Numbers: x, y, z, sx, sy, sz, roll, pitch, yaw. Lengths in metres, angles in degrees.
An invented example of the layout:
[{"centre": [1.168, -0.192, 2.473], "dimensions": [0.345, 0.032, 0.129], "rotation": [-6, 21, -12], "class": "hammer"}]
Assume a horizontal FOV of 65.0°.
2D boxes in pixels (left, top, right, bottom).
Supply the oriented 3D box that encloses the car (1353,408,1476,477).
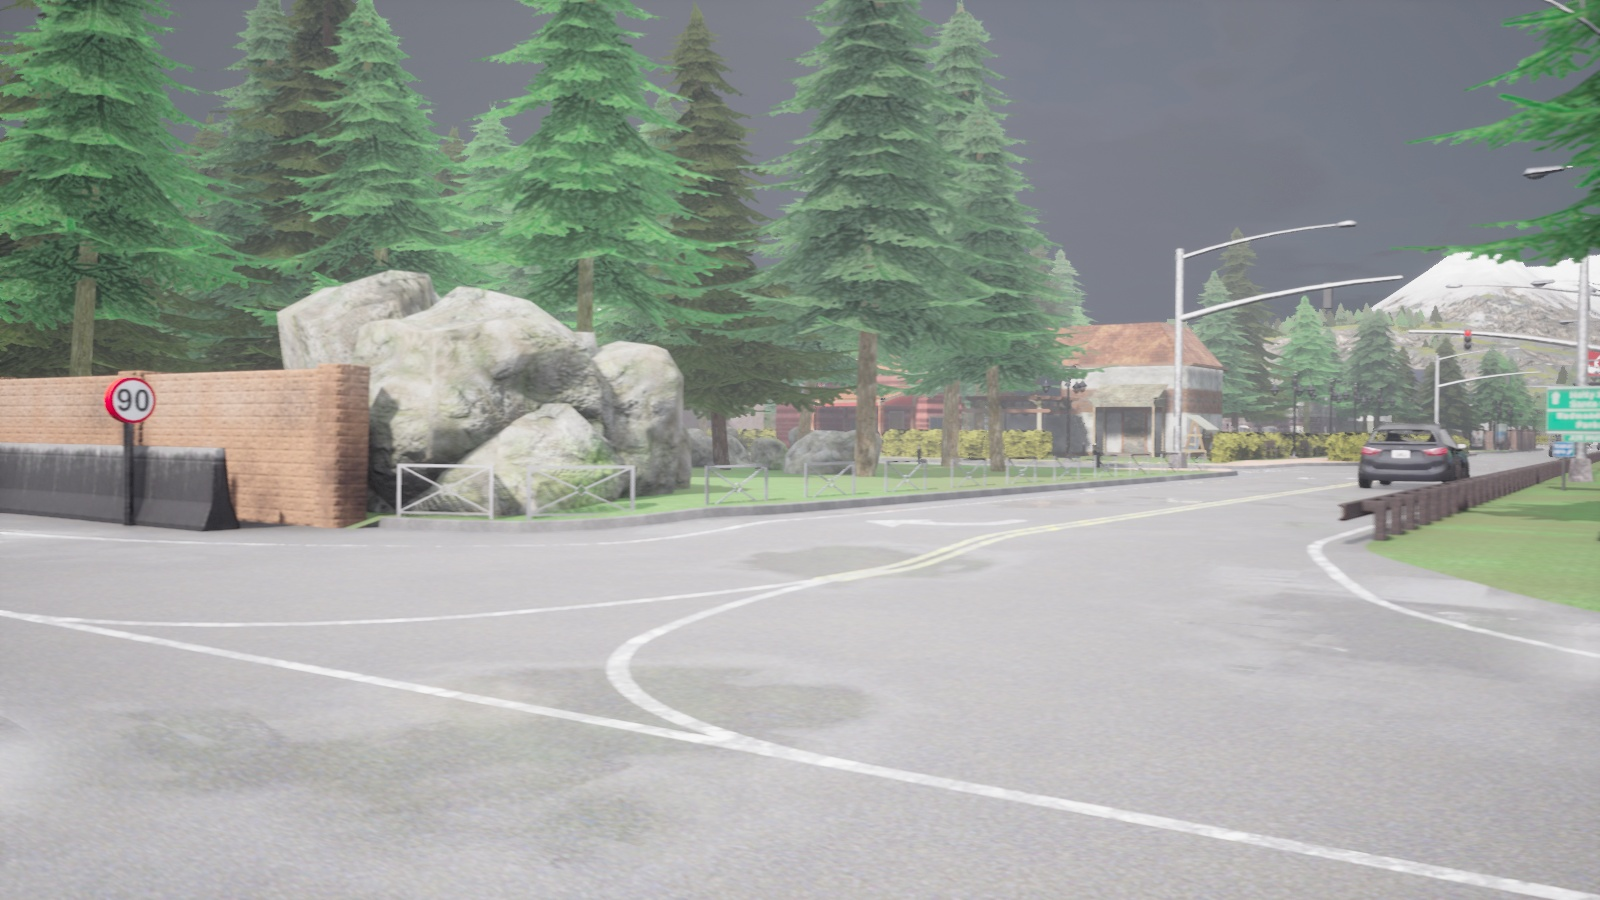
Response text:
[{"centre": [16.049, -0.211, 32.671], "dimensions": [2.242, 1.667, 4.611], "rotation": [0, 1, 34], "class": "car"}]
